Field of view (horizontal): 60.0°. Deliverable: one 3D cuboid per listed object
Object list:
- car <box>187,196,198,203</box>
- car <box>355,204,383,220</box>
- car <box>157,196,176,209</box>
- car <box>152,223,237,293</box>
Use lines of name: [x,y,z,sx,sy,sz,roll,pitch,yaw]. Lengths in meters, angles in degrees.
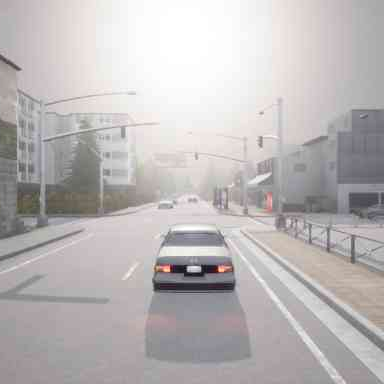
car: [0.122,1.526,68.876,1.812,1.442,4.674,0,0,0]
car: [16.724,1.740,29.382,4.181,1.385,1.994,0,0,0]
car: [-3.584,1.526,45.894,1.812,1.442,4.674,0,0,0]
car: [0.062,1.547,8.990,2.033,1.411,5.357,0,0,1]
